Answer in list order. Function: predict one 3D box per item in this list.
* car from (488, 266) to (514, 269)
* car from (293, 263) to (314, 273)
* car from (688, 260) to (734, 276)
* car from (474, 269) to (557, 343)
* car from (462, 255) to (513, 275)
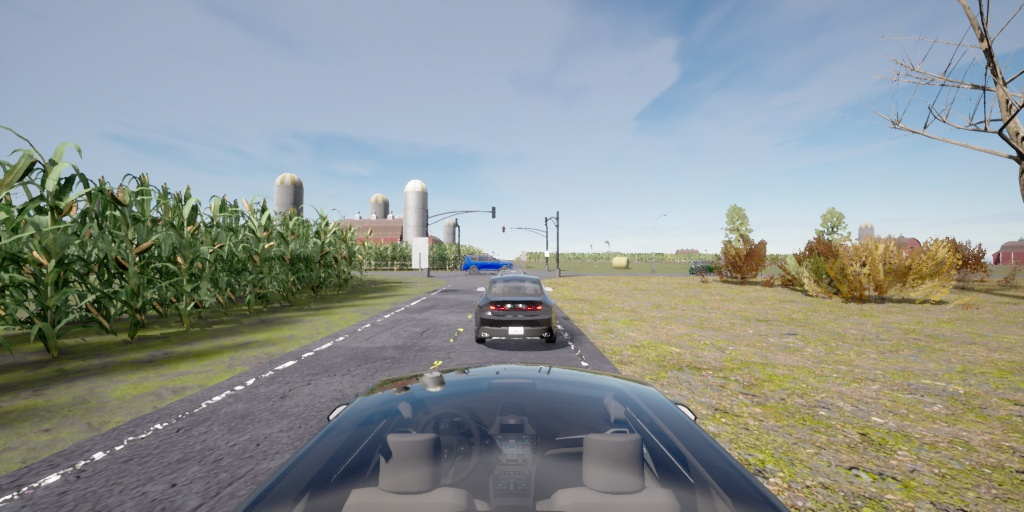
[{"bbox_3d":[0.030,1.360,18.801,1.895,1.301,4.718,0,0,4],"label":"car"},{"bbox_3d":[-21.798,1.125,37.513,4.181,1.385,1.994,1,-1,-3],"label":"car"},{"bbox_3d":[22.466,1.300,40.417,4.553,1.767,2.097,1,-1,-4],"label":"car"},{"bbox_3d":[0.078,1.259,9.649,1.837,1.490,4.892,0,0,0],"label":"car"},{"bbox_3d":[-2.558,0.958,38.658,5.566,2.045,2.150,0,0,-4],"label":"car"}]
